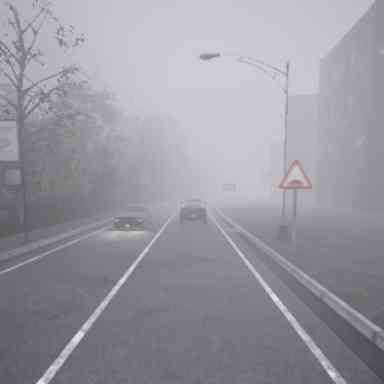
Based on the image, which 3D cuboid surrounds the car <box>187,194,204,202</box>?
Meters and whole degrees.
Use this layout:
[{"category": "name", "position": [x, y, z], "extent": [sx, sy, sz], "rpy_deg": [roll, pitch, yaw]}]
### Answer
[{"category": "car", "position": [0.663, 1.097, 62.428], "extent": [1.994, 1.385, 4.181], "rpy_deg": [2, 2, 16]}]

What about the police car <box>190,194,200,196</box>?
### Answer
[{"category": "police car", "position": [0.690, 1.419, 42.807], "extent": [2.038, 1.542, 4.974], "rpy_deg": [1, 0, 5]}]

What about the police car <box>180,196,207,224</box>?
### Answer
[{"category": "police car", "position": [0.093, 1.372, 24.811], "extent": [1.930, 1.638, 5.238], "rpy_deg": [0, 0, 0]}]

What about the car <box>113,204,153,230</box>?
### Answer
[{"category": "car", "position": [-3.605, 1.509, 21.321], "extent": [2.033, 1.411, 5.357], "rpy_deg": [0, 0, 0]}]
